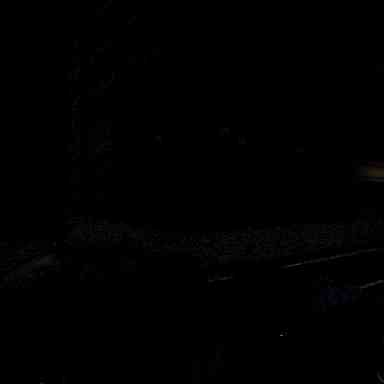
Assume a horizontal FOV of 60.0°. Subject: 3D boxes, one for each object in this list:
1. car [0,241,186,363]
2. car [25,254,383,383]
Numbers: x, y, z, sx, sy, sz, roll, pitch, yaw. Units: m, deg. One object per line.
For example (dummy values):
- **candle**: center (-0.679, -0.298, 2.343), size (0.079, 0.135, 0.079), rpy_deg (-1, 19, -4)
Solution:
- **car**: center (-1.844, 1.553, 5.439), size (4.507, 1.381, 1.887), rpy_deg (0, 0, -35)
- **car**: center (0.599, 1.578, 3.802), size (4.181, 1.385, 1.994), rpy_deg (0, 0, -35)
